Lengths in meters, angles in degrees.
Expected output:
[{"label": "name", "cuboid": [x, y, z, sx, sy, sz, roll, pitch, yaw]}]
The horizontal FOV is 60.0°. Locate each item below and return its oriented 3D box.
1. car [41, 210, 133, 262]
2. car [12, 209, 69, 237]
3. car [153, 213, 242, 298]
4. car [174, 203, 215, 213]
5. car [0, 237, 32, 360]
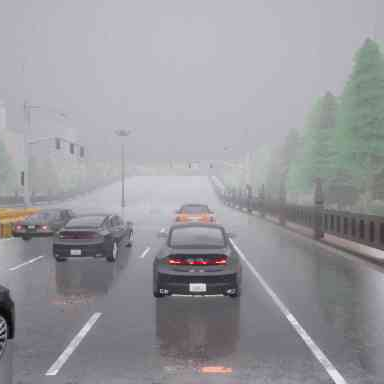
[{"label": "car", "cuboid": [-3.376, 1.505, 12.092, 1.837, 1.490, 4.892, 0, 0, 0]}, {"label": "car", "cuboid": [-6.868, 1.547, 16.751, 2.033, 1.411, 5.357, 0, 0, 0]}, {"label": "car", "cuboid": [0.116, 1.505, 8.522, 1.837, 1.490, 4.892, 0, 0, 0]}, {"label": "car", "cuboid": [0.133, 1.352, 17.536, 2.097, 1.767, 4.553, 0, 0, 0]}, {"label": "car", "cuboid": [-3.395, 1.492, 2.738, 2.128, 1.511, 4.902, 0, 0, 0]}]
